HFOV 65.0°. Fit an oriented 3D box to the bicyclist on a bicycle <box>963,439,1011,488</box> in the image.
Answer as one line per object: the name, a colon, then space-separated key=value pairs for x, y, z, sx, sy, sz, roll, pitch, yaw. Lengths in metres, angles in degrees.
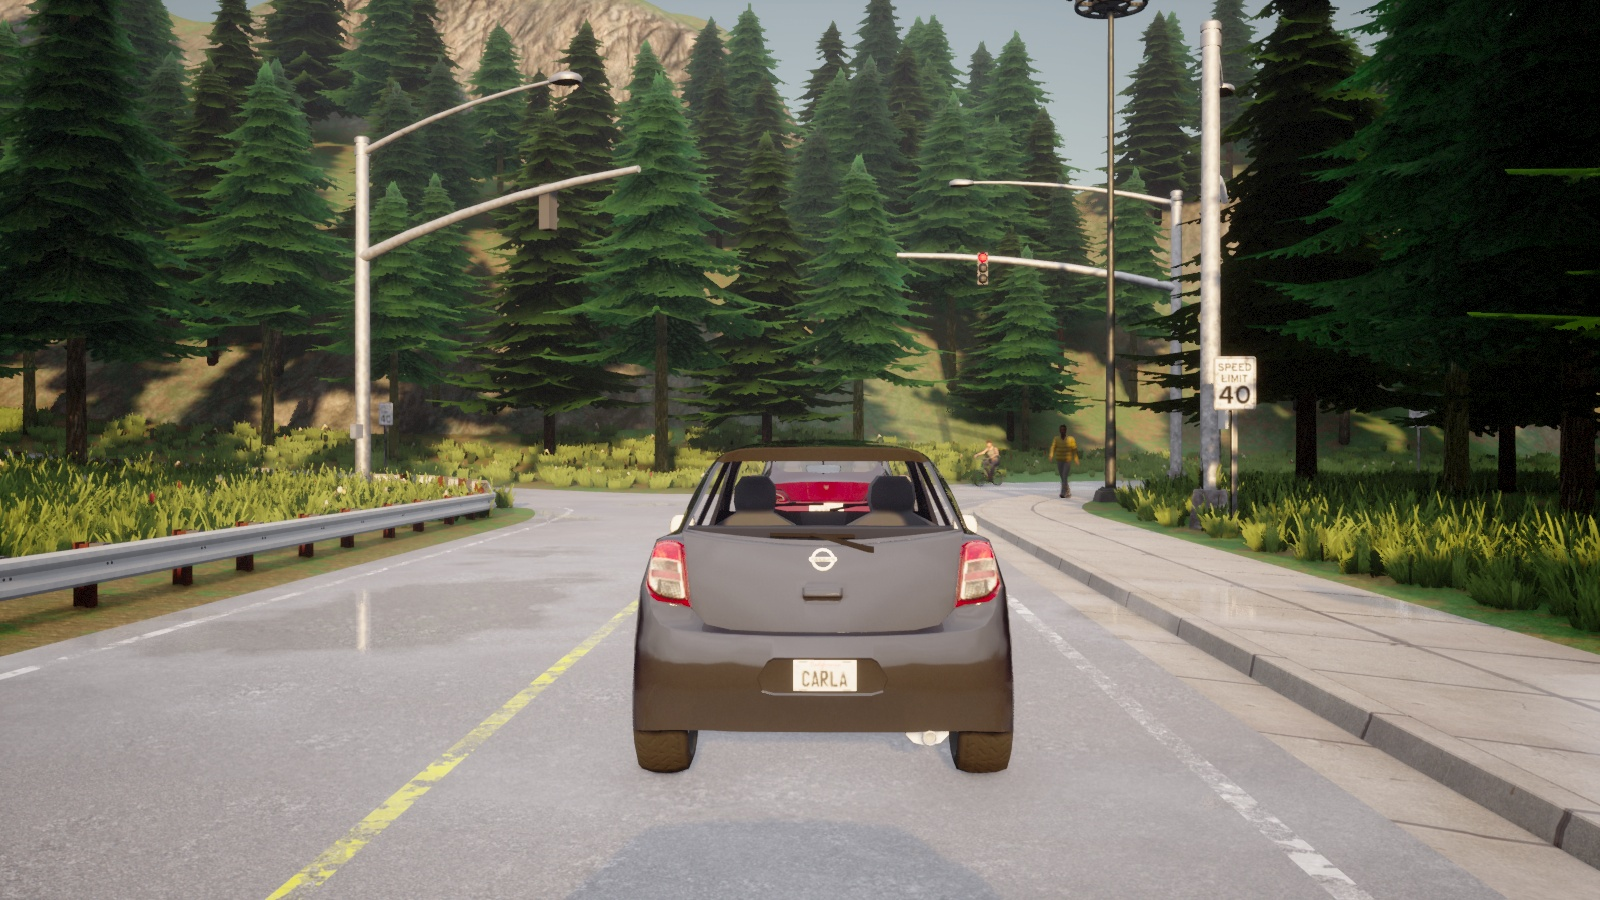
bicyclist on a bicycle: x=6.318 y=0.450 z=42.361 sx=1.509 sy=1.612 sz=0.866 roll=-1 pitch=1 yaw=-43

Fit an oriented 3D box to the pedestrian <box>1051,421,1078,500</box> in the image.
pedestrian: x=6.277 y=0.245 z=29.801 sx=0.431 sy=1.840 sz=0.709 roll=0 pitch=0 yaw=29

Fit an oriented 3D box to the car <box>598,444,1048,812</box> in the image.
car: x=0.128 y=0.721 z=6.971 sx=1.845 sy=1.501 sz=3.633 roll=0 pitch=0 yaw=1
